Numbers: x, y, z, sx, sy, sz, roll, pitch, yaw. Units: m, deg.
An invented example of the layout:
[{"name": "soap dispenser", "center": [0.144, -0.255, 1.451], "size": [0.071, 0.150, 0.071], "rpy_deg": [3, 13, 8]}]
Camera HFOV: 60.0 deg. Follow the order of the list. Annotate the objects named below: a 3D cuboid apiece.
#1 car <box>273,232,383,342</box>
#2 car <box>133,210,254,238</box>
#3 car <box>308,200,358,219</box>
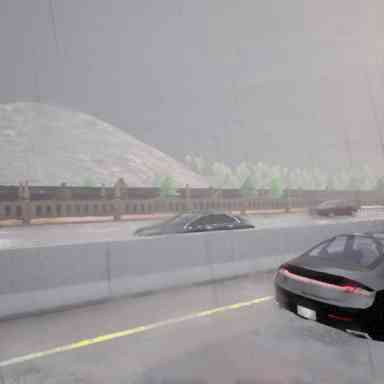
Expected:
[{"name": "car", "center": [3.628, 1.481, 5.996], "size": [4.902, 1.511, 2.128], "rpy_deg": [0, 0, -33]}, {"name": "car", "center": [0.170, 1.461, 12.387], "size": [4.892, 1.490, 1.837], "rpy_deg": [0, 0, -33]}, {"name": "car", "center": [12.028, 1.418, 28.296], "size": [5.008, 1.535, 1.882], "rpy_deg": [0, 0, -33]}]
